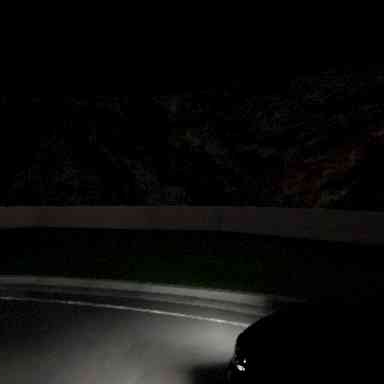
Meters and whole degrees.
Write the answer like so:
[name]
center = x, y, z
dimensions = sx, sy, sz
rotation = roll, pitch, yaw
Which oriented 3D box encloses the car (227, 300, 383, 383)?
[car]
center = 2.537, 1.425, 2.121
dimensions = 4.892, 1.490, 1.837
rotation = 0, 0, 38
